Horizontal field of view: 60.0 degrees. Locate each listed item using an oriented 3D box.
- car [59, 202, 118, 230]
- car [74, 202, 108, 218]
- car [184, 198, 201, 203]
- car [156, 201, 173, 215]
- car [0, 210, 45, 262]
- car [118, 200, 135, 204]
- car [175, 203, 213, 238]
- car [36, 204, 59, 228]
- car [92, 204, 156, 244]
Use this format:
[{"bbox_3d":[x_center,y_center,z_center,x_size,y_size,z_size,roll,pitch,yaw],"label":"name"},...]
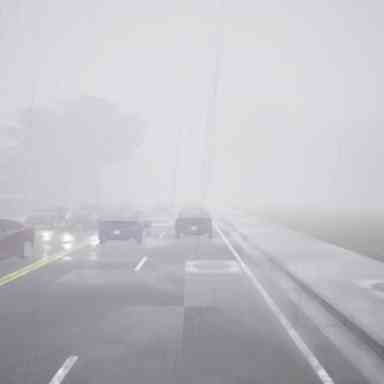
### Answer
[{"bbox_3d":[-6.597,1.459,21.821,2.097,1.767,4.553,0,0,0],"label":"car"},{"bbox_3d":[-9.763,1.672,32.419,1.895,1.301,4.718,0,0,0],"label":"car"},{"bbox_3d":[0.083,1.553,41.352,2.097,1.767,4.553,0,0,0],"label":"car"},{"bbox_3d":[-3.222,1.727,36.879,2.033,1.411,5.357,0,0,1],"label":"car"},{"bbox_3d":[-6.597,1.528,10.057,1.882,1.535,5.008,0,0,0],"label":"car"},{"bbox_3d":[-6.513,1.576,32.450,1.837,1.490,4.892,0,0,0],"label":"car"},{"bbox_3d":[0.093,1.566,18.139,1.882,1.535,5.008,0,0,0],"label":"car"},{"bbox_3d":[-9.848,1.619,23.302,1.837,1.490,4.892,0,0,0],"label":"car"},{"bbox_3d":[-3.155,1.558,16.423,1.882,1.535,5.008,0,0,0],"label":"car"}]
